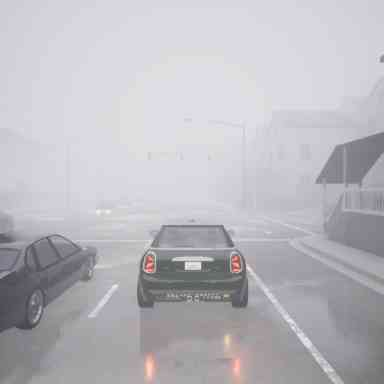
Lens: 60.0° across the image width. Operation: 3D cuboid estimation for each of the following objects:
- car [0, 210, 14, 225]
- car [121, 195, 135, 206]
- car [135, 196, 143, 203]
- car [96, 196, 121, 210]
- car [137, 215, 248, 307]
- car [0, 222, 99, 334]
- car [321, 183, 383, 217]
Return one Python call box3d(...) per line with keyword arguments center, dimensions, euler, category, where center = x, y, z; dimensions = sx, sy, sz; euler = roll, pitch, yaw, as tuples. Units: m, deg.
box3d(center=(-10.748, 1.526, 16.699), dimensions=(1.812, 1.442, 4.674), euler=(0, 0, -1), category="car")
box3d(center=(-11.120, 1.353, 53.919), dimensions=(2.097, 1.767, 4.553), euler=(0, 0, 0), category="car")
box3d(center=(-11.177, 1.522, 68.454), dimensions=(2.128, 1.511, 4.902), euler=(0, 0, -1), category="car")
box3d(center=(-11.024, 1.564, 43.221), dimensions=(1.994, 1.385, 4.181), euler=(0, 0, -1), category="car")
box3d(center=(0.006, 1.352, 8.124), dimensions=(2.097, 1.767, 4.553), euler=(0, 0, 0), category="car")
box3d(center=(-3.485, 1.547, 6.843), dimensions=(2.033, 1.411, 5.357), euler=(0, 0, 0), category="car")
box3d(center=(13.707, 0.727, 27.933), dimensions=(5.566, 2.045, 2.150), euler=(-14, 0, -2), category="car")
